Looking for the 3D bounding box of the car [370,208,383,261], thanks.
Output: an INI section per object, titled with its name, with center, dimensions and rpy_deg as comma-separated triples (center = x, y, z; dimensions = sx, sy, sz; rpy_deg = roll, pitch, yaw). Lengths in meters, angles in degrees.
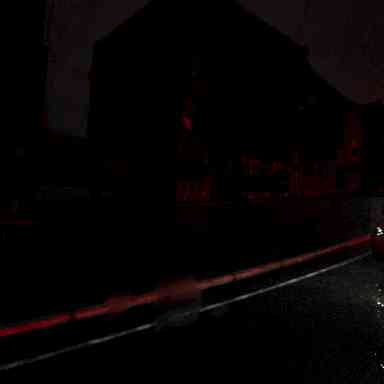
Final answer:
[car]
center = 7.769, 1.071, 10.775
dimensions = 5.566, 2.045, 2.150
rpy_deg = -2, 2, -43
